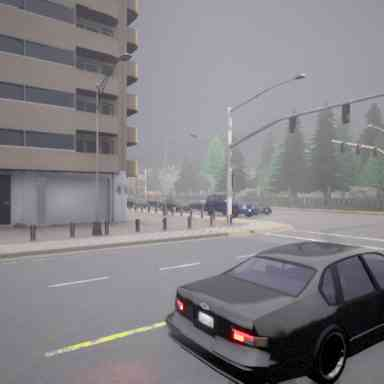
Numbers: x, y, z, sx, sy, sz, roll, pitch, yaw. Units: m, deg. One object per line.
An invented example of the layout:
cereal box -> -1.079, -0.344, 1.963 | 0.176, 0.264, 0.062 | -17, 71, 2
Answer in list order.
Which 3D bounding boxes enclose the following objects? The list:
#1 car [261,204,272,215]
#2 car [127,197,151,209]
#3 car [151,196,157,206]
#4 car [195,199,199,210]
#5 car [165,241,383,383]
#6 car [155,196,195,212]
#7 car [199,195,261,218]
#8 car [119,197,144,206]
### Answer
car -> 6.110, 1.617, 33.974 | 1.994, 1.385, 4.181 | 0, 0, -36
car -> -8.185, 1.558, 47.846 | 1.837, 1.490, 4.892 | 0, 0, -36
car -> -4.729, 1.405, 49.038 | 2.097, 1.767, 4.553 | 0, 0, -36
car -> 1.077, 1.579, 40.976 | 1.812, 1.442, 4.674 | 0, 0, -36
car -> 2.217, 1.547, 5.361 | 5.357, 1.411, 2.033 | 0, 0, -35
car -> -2.106, 1.558, 39.393 | 1.837, 1.490, 4.892 | 0, 0, -36
car -> 3.488, 1.275, 31.624 | 2.150, 2.045, 5.566 | 0, 0, -36
car -> -10.427, 1.601, 57.018 | 2.033, 1.411, 5.357 | 0, 0, -35
